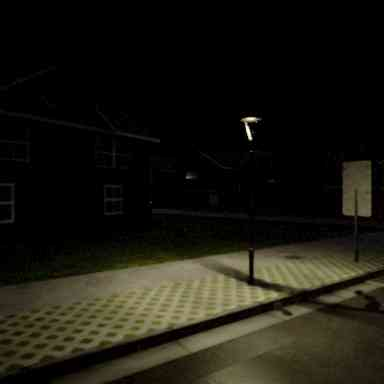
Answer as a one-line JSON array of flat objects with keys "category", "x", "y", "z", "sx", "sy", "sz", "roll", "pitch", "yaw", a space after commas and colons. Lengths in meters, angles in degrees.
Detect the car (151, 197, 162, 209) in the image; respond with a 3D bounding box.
[{"category": "car", "x": -5.405, "y": 0.920, "z": 36.233, "sx": 4.553, "sy": 1.767, "sz": 2.097, "roll": 1, "pitch": 1, "yaw": 35}]
